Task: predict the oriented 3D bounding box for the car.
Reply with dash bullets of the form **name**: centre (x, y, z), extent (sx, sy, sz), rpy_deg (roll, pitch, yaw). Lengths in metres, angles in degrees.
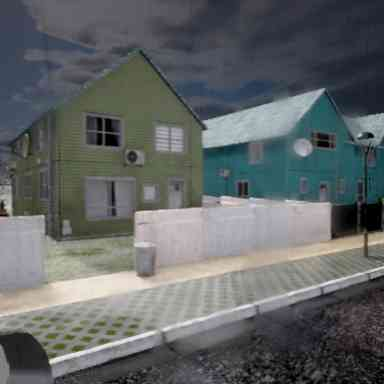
- **car**: centre (-2.928, 1.501, 0.974), extent (4.902, 1.511, 2.128), rpy_deg (0, 0, -35)
